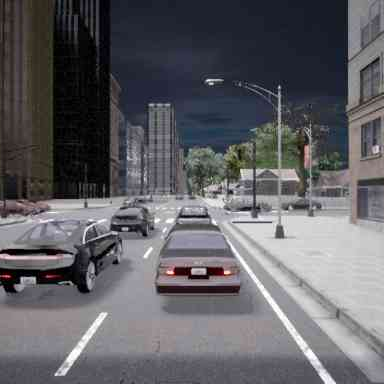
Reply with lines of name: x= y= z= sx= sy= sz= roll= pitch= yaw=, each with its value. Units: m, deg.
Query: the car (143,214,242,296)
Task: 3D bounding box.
car: x=0.094 y=1.544 z=8.768 sx=2.033 sy=1.411 sz=5.357 roll=0 pitch=0 yaw=-1

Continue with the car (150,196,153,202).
car: x=-9.723 y=1.508 z=73.213 sx=1.812 sy=1.442 sz=4.674 roll=0 pitch=0 yaw=0

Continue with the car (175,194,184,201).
car: x=-3.219 y=1.332 z=83.906 sx=2.097 sy=1.767 sz=4.553 roll=0 pitch=0 yaw=0

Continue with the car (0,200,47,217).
car: x=-16.178 y=1.468 z=30.302 sx=4.674 sy=1.442 sz=1.812 roll=0 pitch=-1 yaw=7

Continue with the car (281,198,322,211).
car: x=13.298 y=1.549 z=40.720 sx=4.892 sy=1.490 sz=1.837 roll=0 pitch=-1 yaw=0

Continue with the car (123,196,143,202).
car: x=-9.806 y=1.480 z=53.781 sx=2.128 sy=1.511 sz=4.902 roll=0 pitch=0 yaw=1

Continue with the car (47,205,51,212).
car: x=-17.090 y=1.509 z=34.392 sx=4.674 sy=1.442 sz=1.812 roll=0 pitch=-1 yaw=-6

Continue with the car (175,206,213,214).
car: x=0.105 y=1.489 z=17.822 sx=2.128 sy=1.511 sz=4.902 roll=0 pitch=0 yaw=0

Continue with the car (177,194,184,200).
car: x=-3.215 y=1.299 z=93.941 sx=1.882 sy=1.535 sz=5.008 roll=0 pitch=0 yaw=0

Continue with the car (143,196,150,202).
car: x=-9.769 y=1.587 z=63.101 sx=1.895 sy=1.301 sz=4.718 roll=0 pitch=0 yaw=1

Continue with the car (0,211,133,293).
car: x=-3.148 y=1.491 z=8.839 sx=2.128 sy=1.511 sz=4.902 roll=0 pitch=0 yaw=0

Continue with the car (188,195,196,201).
car: x=0.032 y=1.484 z=84.112 sx=1.837 sy=1.490 sz=4.892 roll=0 pitch=0 yaw=0

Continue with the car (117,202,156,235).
car: x=-3.143 y=1.502 z=18.099 sx=1.837 sy=1.490 sz=4.892 roll=0 pitch=0 yaw=0

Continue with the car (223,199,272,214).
car: x=5.693 y=1.469 z=34.075 sx=4.902 sy=1.511 sz=2.128 roll=0 pitch=-1 yaw=0
